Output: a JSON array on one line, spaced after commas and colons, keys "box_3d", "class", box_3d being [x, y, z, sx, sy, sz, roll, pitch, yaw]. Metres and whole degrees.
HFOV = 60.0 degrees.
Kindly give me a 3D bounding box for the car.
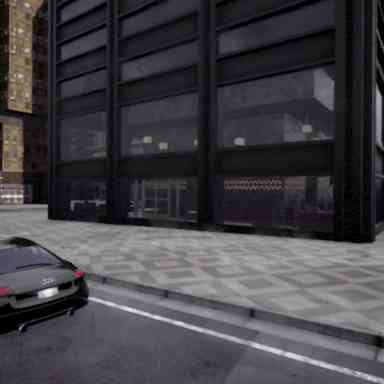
[{"box_3d": [-3.935, 1.596, 6.492, 4.181, 1.385, 1.994, 0, 0, 36], "class": "car"}]
